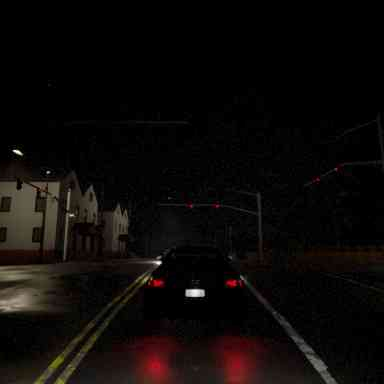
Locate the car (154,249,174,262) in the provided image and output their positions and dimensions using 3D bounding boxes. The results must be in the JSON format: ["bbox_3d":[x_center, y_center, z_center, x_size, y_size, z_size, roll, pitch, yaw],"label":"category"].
[{"bbox_3d":[-3.629,8.277,43.458,2.128,1.511,4.902,0,-11,0],"label":"car"}]

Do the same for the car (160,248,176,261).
[{"bbox_3d":[-3.636,9.714,51.644,2.097,1.767,4.553,0,-11,0],"label":"car"}]

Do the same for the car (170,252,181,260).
[{"bbox_3d":[-3.567,13.688,71.323,2.128,1.511,4.902,0,-11,0],"label":"car"}]

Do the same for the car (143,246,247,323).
[{"bbox_3d":[0.065,1.984,7.876,1.994,1.385,4.181,0,-7,0],"label":"car"}]

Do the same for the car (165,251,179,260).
[{"bbox_3d":[-3.619,11.745,61.433,2.128,1.511,4.902,0,-11,0],"label":"car"}]
